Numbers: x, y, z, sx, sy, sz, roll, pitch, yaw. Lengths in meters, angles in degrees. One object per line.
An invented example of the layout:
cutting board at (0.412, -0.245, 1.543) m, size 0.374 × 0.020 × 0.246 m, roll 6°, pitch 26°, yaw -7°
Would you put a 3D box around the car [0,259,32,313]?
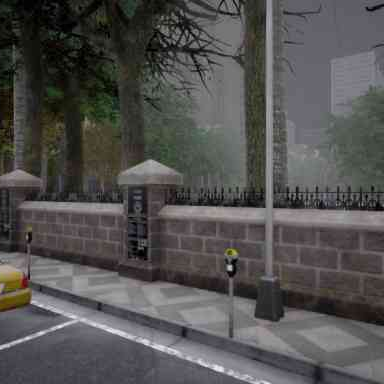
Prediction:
car at (-5.071, 1.526, 6.555) m, size 4.829 × 1.417 × 1.752 m, roll 0°, pitch 0°, yaw 35°
